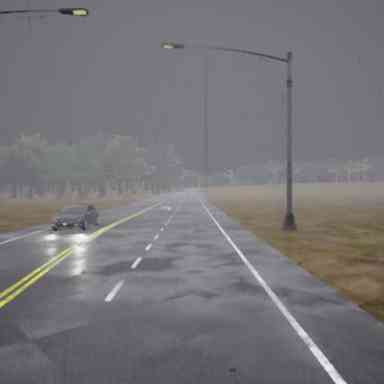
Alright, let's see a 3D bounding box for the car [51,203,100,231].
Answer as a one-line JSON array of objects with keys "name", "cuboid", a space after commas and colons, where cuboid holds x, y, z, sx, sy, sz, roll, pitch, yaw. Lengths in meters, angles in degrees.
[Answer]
[{"name": "car", "cuboid": [-6.941, 1.467, 20.284, 1.837, 1.490, 4.892, 0, 0, -3]}]
